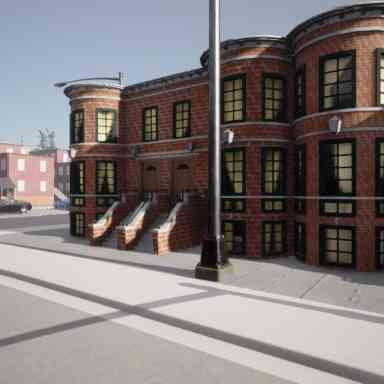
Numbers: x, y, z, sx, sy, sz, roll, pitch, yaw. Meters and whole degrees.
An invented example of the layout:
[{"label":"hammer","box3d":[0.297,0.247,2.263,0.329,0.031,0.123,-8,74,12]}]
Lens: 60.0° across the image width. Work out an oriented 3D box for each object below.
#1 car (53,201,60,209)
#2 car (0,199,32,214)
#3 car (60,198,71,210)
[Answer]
[{"label":"car","box3d":[-15.729,1.478,43.828,1.882,1.535,5.008,0,0,35]},{"label":"car","box3d":[-18.767,1.491,33.567,2.128,1.511,4.902,0,0,36]},{"label":"car","box3d":[-13.327,1.599,41.167,1.895,1.301,4.718,0,0,36]}]
